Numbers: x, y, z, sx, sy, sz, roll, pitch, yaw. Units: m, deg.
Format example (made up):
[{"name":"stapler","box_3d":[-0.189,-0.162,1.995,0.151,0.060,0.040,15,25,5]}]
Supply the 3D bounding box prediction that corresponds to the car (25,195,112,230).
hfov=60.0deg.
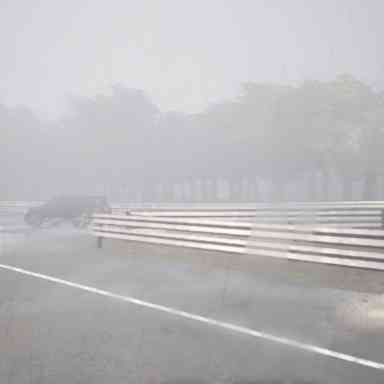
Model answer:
[{"name":"car","box_3d":[-7.810,1.203,21.095,5.566,2.045,2.150,0,0,17]}]
